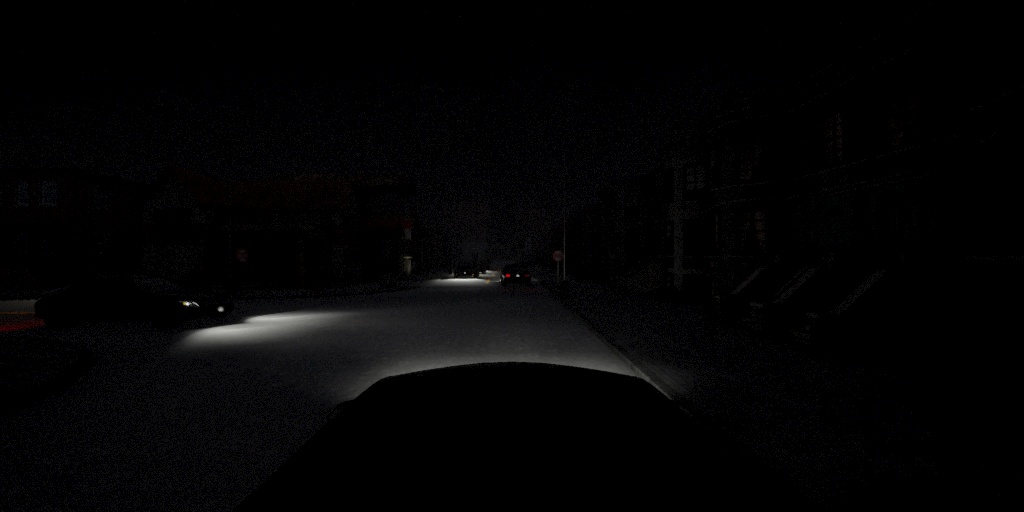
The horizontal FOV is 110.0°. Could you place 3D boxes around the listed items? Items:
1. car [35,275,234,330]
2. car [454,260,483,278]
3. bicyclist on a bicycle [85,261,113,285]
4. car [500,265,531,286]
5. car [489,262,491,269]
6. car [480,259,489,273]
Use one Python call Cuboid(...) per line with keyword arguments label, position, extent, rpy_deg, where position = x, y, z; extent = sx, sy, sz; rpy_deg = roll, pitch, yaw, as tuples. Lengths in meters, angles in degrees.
Cuboid(label="car", position=(-10.862, 1.276, 10.475), extent=(4.674, 1.442, 1.812), rpy_deg=(0, 0, -1))
Cuboid(label="car", position=(-4.148, 1.314, 33.556), extent=(1.994, 1.385, 4.181), rpy_deg=(0, 0, 0))
Cuboid(label="bicyclist on a bicycle", position=(-21.604, 1.099, 18.823), extent=(0.582, 1.620, 1.656), rpy_deg=(0, 0, 0))
Cuboid(label="car", position=(0.215, 1.297, 25.076), extent=(2.033, 1.411, 5.357), rpy_deg=(0, 0, -3))
Cuboid(label="car", position=(-4.137, 1.241, 52.756), extent=(2.128, 1.511, 4.902), rpy_deg=(0, 0, 0))
Cuboid(label="car", position=(-4.152, 1.228, 42.442), extent=(1.882, 1.535, 5.008), rpy_deg=(0, 0, 0))
